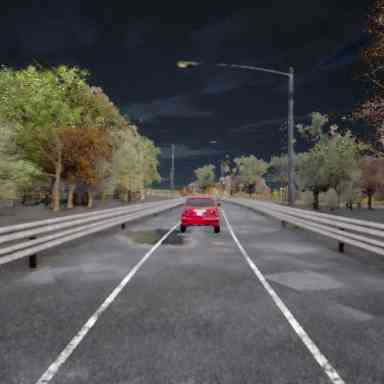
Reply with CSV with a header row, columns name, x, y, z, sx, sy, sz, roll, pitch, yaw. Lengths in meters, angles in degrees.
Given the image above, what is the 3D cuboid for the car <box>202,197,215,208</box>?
name,x,y,z,sx,sy,sz,roll,pitch,yaw
car,2.480,1.556,52.210,1.882,1.535,5.008,1,0,1

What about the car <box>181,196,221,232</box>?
name,x,y,z,sx,sy,sz,roll,pitch,yaw
car,0.594,1.252,20.500,2.150,2.045,5.566,0,0,4
